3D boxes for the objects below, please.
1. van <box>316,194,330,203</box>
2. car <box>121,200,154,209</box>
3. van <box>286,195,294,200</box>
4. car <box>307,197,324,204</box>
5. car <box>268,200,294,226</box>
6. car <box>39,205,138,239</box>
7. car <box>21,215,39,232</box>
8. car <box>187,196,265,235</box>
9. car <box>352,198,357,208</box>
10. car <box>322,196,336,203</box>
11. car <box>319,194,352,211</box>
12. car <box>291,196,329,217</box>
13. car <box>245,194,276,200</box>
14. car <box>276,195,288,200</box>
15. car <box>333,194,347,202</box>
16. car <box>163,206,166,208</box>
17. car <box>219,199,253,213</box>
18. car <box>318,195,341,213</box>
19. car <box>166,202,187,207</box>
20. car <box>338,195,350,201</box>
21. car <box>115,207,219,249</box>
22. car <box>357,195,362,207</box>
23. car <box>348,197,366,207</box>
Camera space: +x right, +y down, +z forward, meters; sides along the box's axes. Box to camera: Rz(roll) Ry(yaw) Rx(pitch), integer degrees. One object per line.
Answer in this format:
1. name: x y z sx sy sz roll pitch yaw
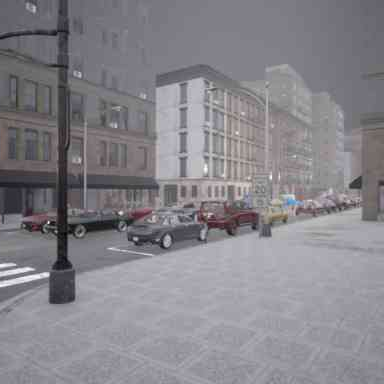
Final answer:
1. van: 26.741 1.348 67.886 1.690 1.788 3.998 0 0 35
2. car: -4.364 1.425 23.629 1.967 1.590 4.097 0 0 35
3. van: 14.299 1.338 50.183 1.690 1.788 3.998 0 0 35
4. car: 23.630 1.570 63.461 1.947 1.339 4.313 0 0 35
5. car: 5.410 1.552 23.580 1.752 1.417 4.829 0 0 35
6. car: -5.329 1.597 17.843 1.895 1.301 4.718 0 0 32
7. car: -7.474 1.529 19.204 1.887 1.381 4.507 0 0 35
8. car: 2.202 1.340 19.014 2.192 1.841 5.009 0 0 35
9. car: 20.864 1.619 45.569 1.802 1.307 4.206 0 0 35
10. car: 29.851 1.553 72.313 1.887 1.381 4.507 0 0 35
11. car: 17.754 1.350 41.143 2.192 1.841 5.009 0 0 35
12. car: 11.533 1.471 32.292 1.967 1.590 4.097 0 0 35
13. car: 6.403 1.225 34.512 2.150 2.045 5.566 0 0 35
14. car: 11.090 1.520 45.619 1.752 1.417 4.829 0 0 35
15. car: 36.073 1.325 81.164 2.192 1.841 5.009 0 0 35
16. car: -1.253 1.538 28.056 2.008 1.369 4.403 0 0 35
17. car: 4.967 1.535 36.907 1.887 1.381 4.507 0 0 35
18. car: 14.643 1.473 36.717 1.967 1.590 4.097 0 0 35
19. car: 0.430 1.504 26.041 1.837 1.490 4.892 0 0 35
20. car: 39.182 1.555 85.590 1.887 1.381 4.507 0 0 35
21. car: -0.909 1.575 14.590 2.008 1.369 4.403 0 0 35
22. car: 23.974 1.606 49.995 1.947 1.339 4.313 0 0 35
23. car: 27.085 1.593 54.421 2.008 1.369 4.403 0 0 35
